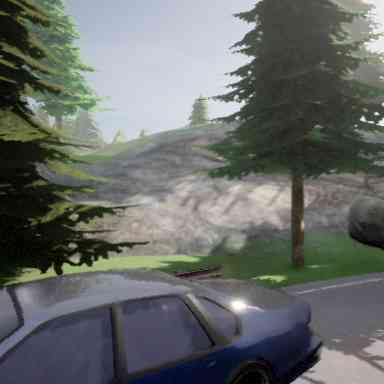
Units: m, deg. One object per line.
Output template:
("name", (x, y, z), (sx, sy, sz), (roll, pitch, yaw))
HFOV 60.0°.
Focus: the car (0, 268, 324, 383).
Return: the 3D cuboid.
("car", (-1.068, 1.546, 3.070), (5.357, 1.411, 2.033), (0, 0, -34))
